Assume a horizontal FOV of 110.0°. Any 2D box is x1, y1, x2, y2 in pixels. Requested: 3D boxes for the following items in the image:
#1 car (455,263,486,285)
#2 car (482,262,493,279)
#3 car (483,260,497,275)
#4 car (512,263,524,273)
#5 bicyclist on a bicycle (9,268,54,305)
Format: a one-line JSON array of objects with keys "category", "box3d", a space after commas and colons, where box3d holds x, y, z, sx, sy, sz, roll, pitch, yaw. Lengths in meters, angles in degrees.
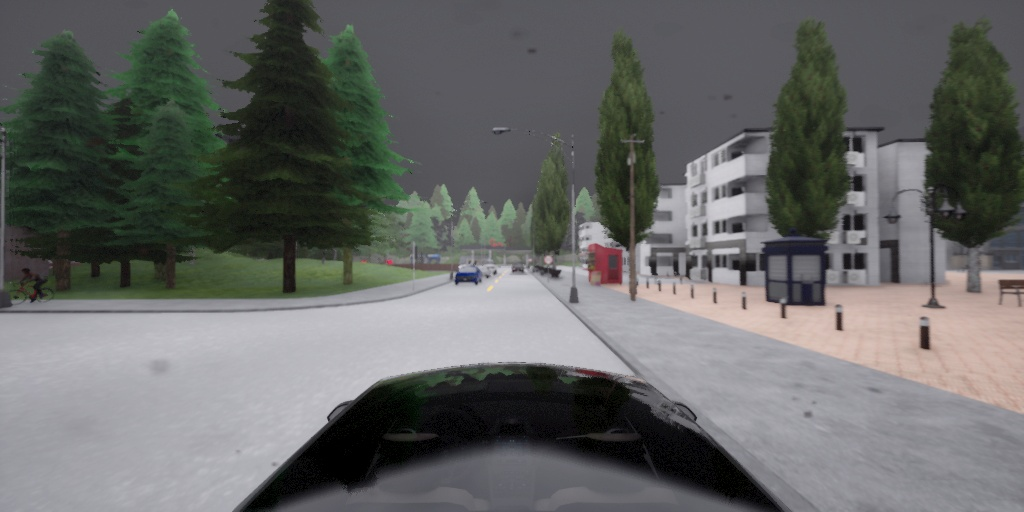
[{"category": "car", "box3d": [-3.667, 1.605, 30.762, 1.882, 1.535, 5.008, 0, -1, 1]}, {"category": "car", "box3d": [-3.507, 1.779, 40.920, 1.812, 1.442, 4.674, 0, -1, 1]}, {"category": "car", "box3d": [-3.319, 1.603, 51.322, 2.150, 2.045, 5.566, 0, -1, 1]}, {"category": "car", "box3d": [0.926, 2.028, 56.452, 1.895, 1.301, 4.718, 0, -1, 1]}, {"category": "bicyclist on a bicycle", "box3d": [-21.916, 1.376, 16.323, 0.582, 1.620, 1.656, 0, 0, 1]}]
